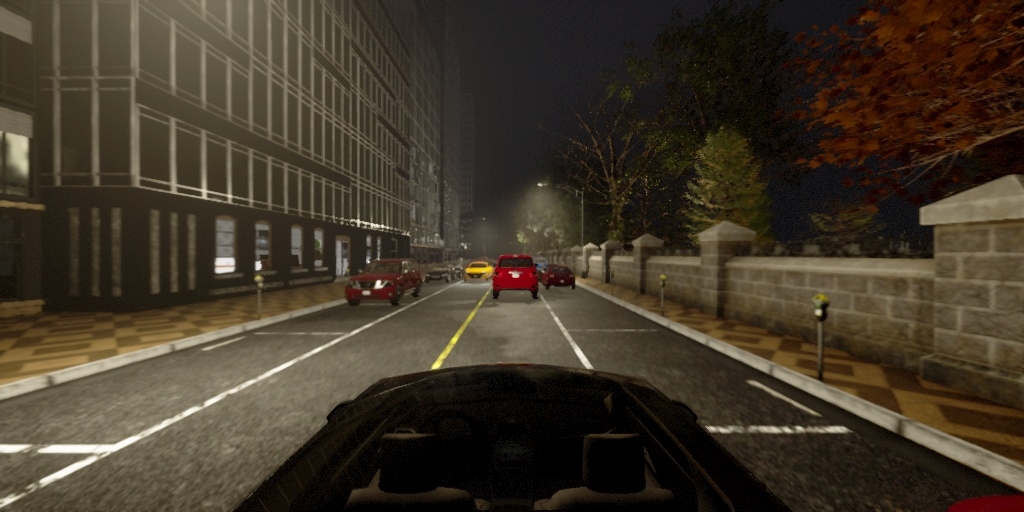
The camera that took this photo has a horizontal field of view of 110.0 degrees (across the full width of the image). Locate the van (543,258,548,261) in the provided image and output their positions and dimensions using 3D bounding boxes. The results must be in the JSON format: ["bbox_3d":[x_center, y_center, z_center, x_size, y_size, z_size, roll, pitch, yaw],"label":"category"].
[{"bbox_3d":[3.049,1.064,39.137,1.690,1.789,3.998,0,0,1],"label":"van"}]

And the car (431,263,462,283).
[{"bbox_3d":[-5.299,1.280,27.109,2.007,1.370,4.403,0,0,1],"label":"car"}]

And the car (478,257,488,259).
[{"bbox_3d":[-4.918,1.017,60.904,2.192,1.841,5.009,0,0,0],"label":"car"}]

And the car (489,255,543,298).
[{"bbox_3d":[0.181,0.960,18.562,2.150,2.045,5.566,0,0,0],"label":"car"}]

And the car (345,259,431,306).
[{"bbox_3d":[-5.410,1.053,15.865,2.192,1.841,5.009,0,0,0],"label":"car"}]

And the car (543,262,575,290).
[{"bbox_3d":[2.817,1.281,22.248,1.888,1.381,4.507,0,0,1],"label":"car"}]

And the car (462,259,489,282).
[{"bbox_3d":[-2.643,1.207,28.775,1.882,1.535,5.008,0,0,1],"label":"car"}]
